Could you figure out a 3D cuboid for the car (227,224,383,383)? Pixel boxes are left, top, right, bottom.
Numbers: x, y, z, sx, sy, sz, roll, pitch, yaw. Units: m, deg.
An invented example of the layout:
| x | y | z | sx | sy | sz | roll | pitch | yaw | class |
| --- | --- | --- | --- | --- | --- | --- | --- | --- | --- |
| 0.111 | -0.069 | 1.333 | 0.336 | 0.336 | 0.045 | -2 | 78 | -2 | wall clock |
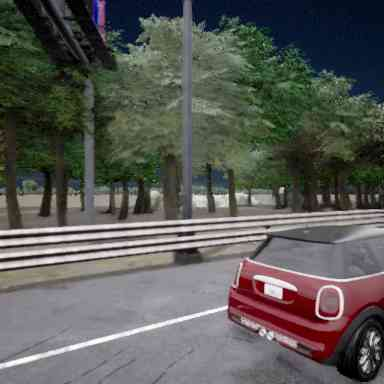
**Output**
| x | y | z | sx | sy | sz | roll | pitch | yaw | class |
| --- | --- | --- | --- | --- | --- | --- | --- | --- | --- |
| 2.836 | 1.352 | 5.662 | 4.553 | 1.767 | 2.097 | 0 | 0 | -35 | car |
